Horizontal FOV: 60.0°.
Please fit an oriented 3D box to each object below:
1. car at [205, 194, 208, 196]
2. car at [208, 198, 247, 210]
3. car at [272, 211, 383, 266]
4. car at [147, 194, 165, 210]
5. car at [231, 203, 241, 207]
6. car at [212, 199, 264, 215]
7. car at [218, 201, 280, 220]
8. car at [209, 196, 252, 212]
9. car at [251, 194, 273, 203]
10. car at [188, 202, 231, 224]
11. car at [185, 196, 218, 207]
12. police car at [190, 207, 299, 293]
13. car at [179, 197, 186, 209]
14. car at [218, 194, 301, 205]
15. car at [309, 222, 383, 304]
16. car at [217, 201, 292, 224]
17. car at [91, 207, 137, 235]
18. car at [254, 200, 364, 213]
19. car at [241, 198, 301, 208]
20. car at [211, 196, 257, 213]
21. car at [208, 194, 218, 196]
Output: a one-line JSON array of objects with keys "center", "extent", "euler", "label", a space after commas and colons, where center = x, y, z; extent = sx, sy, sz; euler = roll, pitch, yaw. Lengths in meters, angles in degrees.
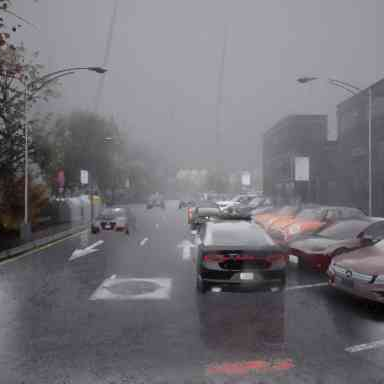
[{"center": [4.626, 1.446, 46.304], "extent": [4.553, 1.767, 2.185], "euler": [1, 0, -21], "label": "car"}, {"center": [4.640, 1.600, 43.295], "extent": [4.674, 1.452, 2.002], "euler": [1, 0, -21], "label": "car"}, {"center": [5.113, 1.518, 10.262], "extent": [4.792, 1.488, 2.163], "euler": [1, 0, -21], "label": "car"}, {"center": [-4.783, 1.303, 44.791], "extent": [2.150, 2.045, 5.566], "euler": [0, 0, -1], "label": "car"}, {"center": [4.996, 1.538, 19.279], "extent": [4.674, 1.452, 2.002], "euler": [1, 0, -21], "label": "car"}, {"center": [4.752, 1.560, 34.271], "extent": [4.792, 1.488, 2.163], "euler": [1, 0, -21], "label": "car"}, {"center": [4.837, 1.544, 28.271], "extent": [4.792, 1.488, 2.163], "euler": [1, 0, -21], "label": "car"}, {"center": [4.655, 1.424, 40.286], "extent": [4.553, 1.767, 2.185], "euler": [1, 0, -21], "label": "car"}, {"center": [16.971, 1.463, 80.560], "extent": [2.435, 2.045, 5.566], "euler": [0, 0, -22], "label": "car"}, {"center": [0.854, 1.518, 18.915], "extent": [1.837, 1.490, 4.892], "euler": [0, 0, -1], "label": "car"}, {"center": [0.760, 1.373, 24.885], "extent": [2.097, 1.767, 4.553], "euler": [0, 0, -1], "label": "car"}, {"center": [1.015, 1.427, 9.026], "extent": [1.930, 1.638, 5.238], "euler": [0, 0, -1], "label": "police car"}, {"center": [-0.766, 1.441, 46.848], "extent": [2.097, 1.767, 4.553], "euler": [0, 0, 0], "label": "car"}, {"center": [4.945, 1.251, 22.257], "extent": [5.566, 2.045, 2.435], "euler": [1, 0, -21], "label": "car"}, {"center": [5.193, 1.527, 7.271], "extent": [4.674, 1.452, 2.002], "euler": [1, 0, -21], "label": "car"}, {"center": [4.737, 1.503, 25.211], "extent": [5.366, 1.575, 1.946], "euler": [1, 0, -21], "label": "car"}, {"center": [-4.321, 1.576, 18.947], "extent": [1.994, 1.385, 4.181], "euler": [0, 0, -1], "label": "car"}, {"center": [5.125, 1.366, 13.283], "extent": [4.553, 1.767, 2.185], "euler": [1, 0, -21], "label": "car"}, {"center": [5.078, 1.369, 16.284], "extent": [4.553, 1.767, 2.185], "euler": [1, 0, -21], "label": "car"}, {"center": [4.701, 1.414, 37.286], "extent": [4.553, 1.767, 2.185], "euler": [1, 0, -21], "label": "car"}, {"center": [4.799, 1.270, 31.273], "extent": [5.566, 2.045, 2.435], "euler": [1, 0, -21], "label": "car"}]
